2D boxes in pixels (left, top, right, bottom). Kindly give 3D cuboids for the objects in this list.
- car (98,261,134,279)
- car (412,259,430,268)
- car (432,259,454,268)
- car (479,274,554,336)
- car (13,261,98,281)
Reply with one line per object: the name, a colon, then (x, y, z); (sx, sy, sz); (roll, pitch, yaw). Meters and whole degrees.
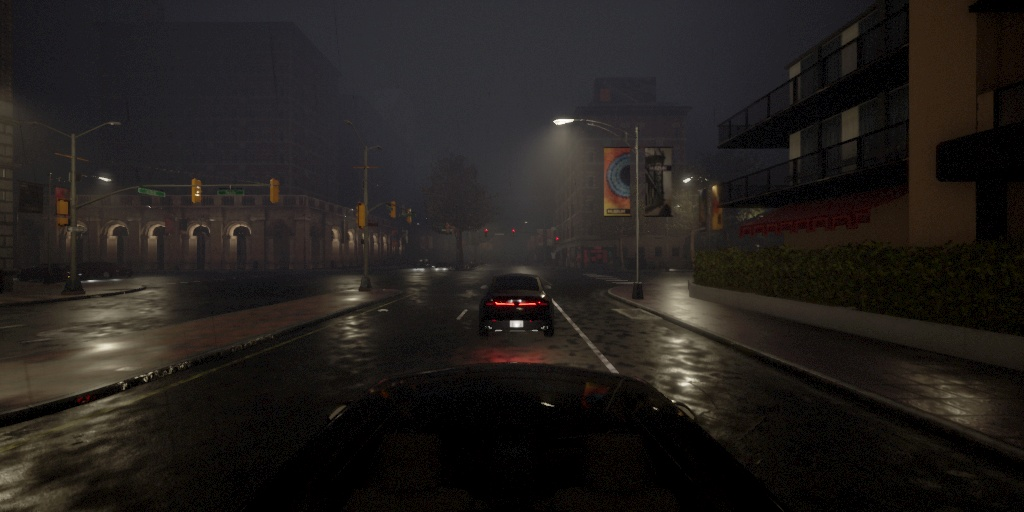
car: (-37.257, 1.228, 32.445); (5.008, 1.535, 1.882); (0, 0, 0)
car: (-14.800, 1.241, 58.949); (2.128, 1.511, 4.902); (0, 0, 1)
car: (-11.303, 1.314, 58.767); (1.994, 1.385, 4.181); (0, 0, 0)
car: (0.117, 1.255, 10.360); (1.837, 1.490, 4.892); (0, 0, 0)
car: (-36.857, 1.314, 28.945); (4.181, 1.385, 1.994); (0, 0, 0)
